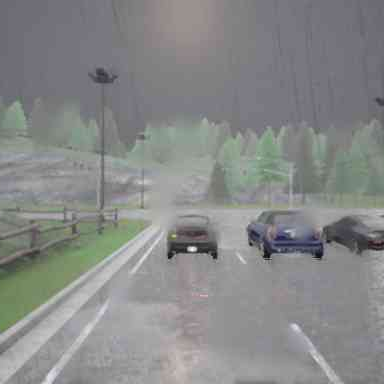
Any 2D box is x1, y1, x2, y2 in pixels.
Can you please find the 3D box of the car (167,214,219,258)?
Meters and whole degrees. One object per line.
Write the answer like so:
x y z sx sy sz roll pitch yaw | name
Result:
0.028 1.655 13.479 1.837 1.490 4.892 0 0 0 | car

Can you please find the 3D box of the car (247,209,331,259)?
3.529 1.498 13.404 2.097 1.767 4.553 0 -1 0 | car

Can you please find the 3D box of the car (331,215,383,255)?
7.033 1.677 13.870 1.812 1.442 4.674 0 0 1 | car
